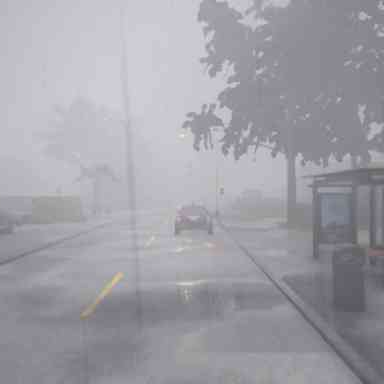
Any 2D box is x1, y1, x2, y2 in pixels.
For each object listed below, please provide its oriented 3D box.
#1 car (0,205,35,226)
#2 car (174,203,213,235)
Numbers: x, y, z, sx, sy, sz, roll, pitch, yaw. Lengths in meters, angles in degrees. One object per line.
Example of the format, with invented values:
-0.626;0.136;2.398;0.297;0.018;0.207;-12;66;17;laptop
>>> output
-12.896;1.477;20.962;5.357;1.415;2.033;0;0;3;car
0.089;1.466;19.754;2.097;1.767;4.553;0;0;0;car
